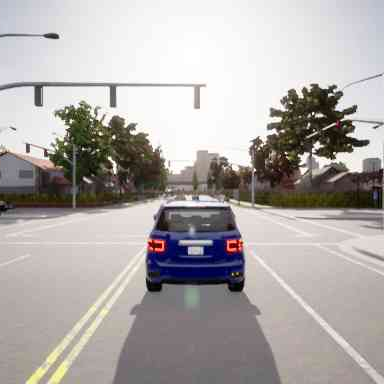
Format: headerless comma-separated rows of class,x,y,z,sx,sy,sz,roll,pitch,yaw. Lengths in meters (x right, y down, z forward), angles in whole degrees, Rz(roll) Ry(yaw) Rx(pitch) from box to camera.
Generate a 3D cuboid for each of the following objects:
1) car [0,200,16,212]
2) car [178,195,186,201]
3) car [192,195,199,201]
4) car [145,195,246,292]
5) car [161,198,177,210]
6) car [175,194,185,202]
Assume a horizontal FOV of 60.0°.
car,-22.541,1.539,36.823,5.357,1.411,2.033,0,0,1
car,-2.542,1.532,87.673,1.994,1.385,4.181,0,0,0
car,0.961,1.459,88.056,1.882,1.535,5.008,0,0,0
car,0.074,1.220,9.097,2.150,2.045,5.566,0,0,0
car,-2.950,1.516,43.566,1.812,1.442,4.674,0,0,1
car,-2.641,1.340,73.088,2.097,1.767,4.553,0,0,0
